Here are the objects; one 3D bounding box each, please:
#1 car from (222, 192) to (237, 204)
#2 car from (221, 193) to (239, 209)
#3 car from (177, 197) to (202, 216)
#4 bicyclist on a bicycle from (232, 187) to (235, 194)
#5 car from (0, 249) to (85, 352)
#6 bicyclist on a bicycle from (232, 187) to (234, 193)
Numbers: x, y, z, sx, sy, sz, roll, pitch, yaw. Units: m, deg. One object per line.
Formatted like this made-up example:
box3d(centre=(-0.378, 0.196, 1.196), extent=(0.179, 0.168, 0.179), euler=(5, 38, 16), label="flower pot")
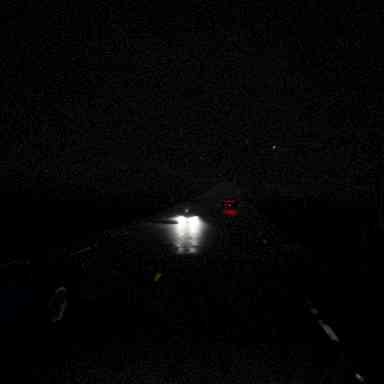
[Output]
box3d(centre=(5.709, 0.875, 50.083), extent=(2.128, 1.511, 4.902), euler=(1, 2, 7), label="car")
box3d(centre=(4.517, 1.160, 39.658), extent=(1.837, 1.490, 4.892), euler=(1, 2, 6), label="car")
box3d(centre=(-0.161, 1.290, 31.103), extent=(2.128, 1.511, 4.902), euler=(1, 1, 7), label="car")
box3d(centre=(10.527, -0.266, 84.424), extent=(0.582, 1.620, 1.656), euler=(1, 2, 7), label="bicyclist on a bicycle")
box3d(centre=(-3.259, 1.529, 4.326), extent=(1.895, 1.301, 4.718), euler=(1, 0, 7), label="car")
box3d(centre=(11.554, -0.668, 93.356), extent=(0.582, 1.620, 1.656), euler=(1, 2, 7), label="bicyclist on a bicycle")
